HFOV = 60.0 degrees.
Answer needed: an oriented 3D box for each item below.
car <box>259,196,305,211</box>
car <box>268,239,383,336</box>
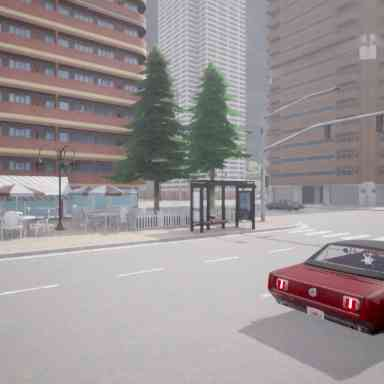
[{"bbox_3d":[11.251,1.603,41.102,2.033,1.411,5.357,0,0,-36],"label":"car"},{"bbox_3d":[3.733,1.601,6.473,4.718,1.301,1.895,0,0,-36],"label":"car"}]
